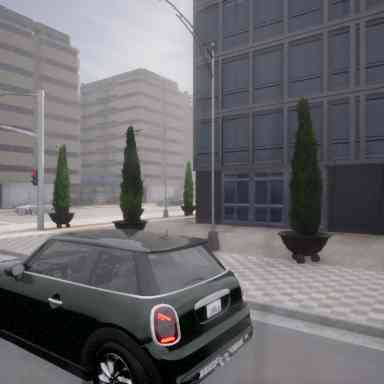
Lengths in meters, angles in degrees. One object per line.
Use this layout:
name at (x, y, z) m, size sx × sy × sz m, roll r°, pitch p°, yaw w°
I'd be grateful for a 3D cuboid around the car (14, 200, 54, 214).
car at (-15.581, 1.581, 33.841) m, size 1.812 × 1.442 × 4.674 m, roll 0°, pitch 0°, yaw 35°

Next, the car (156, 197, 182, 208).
car at (-3.428, 1.559, 51.084) m, size 1.837 × 1.490 × 4.892 m, roll 0°, pitch 0°, yaw 35°

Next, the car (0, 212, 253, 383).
car at (-1.477, 1.352, 5.047) m, size 4.553 × 1.767 × 2.097 m, roll 0°, pitch 0°, yaw 35°
